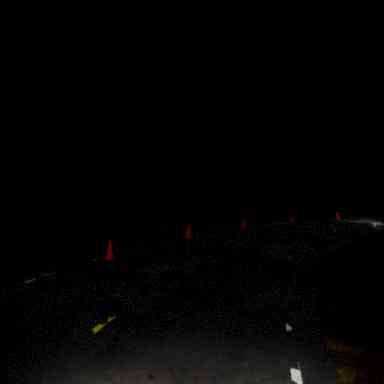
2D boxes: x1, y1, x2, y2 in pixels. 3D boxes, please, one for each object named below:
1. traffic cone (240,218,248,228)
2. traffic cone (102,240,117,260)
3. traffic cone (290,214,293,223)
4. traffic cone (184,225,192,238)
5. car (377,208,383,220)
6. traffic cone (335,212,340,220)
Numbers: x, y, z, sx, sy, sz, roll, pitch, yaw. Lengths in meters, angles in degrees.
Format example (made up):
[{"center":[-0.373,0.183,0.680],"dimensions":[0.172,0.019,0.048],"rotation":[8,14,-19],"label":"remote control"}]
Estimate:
[{"center":[3.108,1.845,19.948],"dimensions":[0.340,0.580,0.340],"rotation":[1,1,42],"label":"traffic cone"},{"center":[-2.644,1.846,10.716],"dimensions":[0.340,0.580,0.340],"rotation":[1,1,22],"label":"traffic cone"},{"center":[7.085,1.868,23.689],"dimensions":[0.340,0.580,0.340],"rotation":[0,1,-38],"label":"traffic cone"},{"center":[-0.167,1.838,15.581],"dimensions":[0.340,0.580,0.340],"rotation":[1,1,32],"label":"traffic cone"},{"center":[17.165,1.518,26.567],"dimensions":[5.008,1.535,1.882],"rotation":[1,0,-19],"label":"car"},{"center":[11.645,1.906,26.690],"dimensions":[0.340,0.580,0.340],"rotation":[1,1,-28],"label":"traffic cone"}]
